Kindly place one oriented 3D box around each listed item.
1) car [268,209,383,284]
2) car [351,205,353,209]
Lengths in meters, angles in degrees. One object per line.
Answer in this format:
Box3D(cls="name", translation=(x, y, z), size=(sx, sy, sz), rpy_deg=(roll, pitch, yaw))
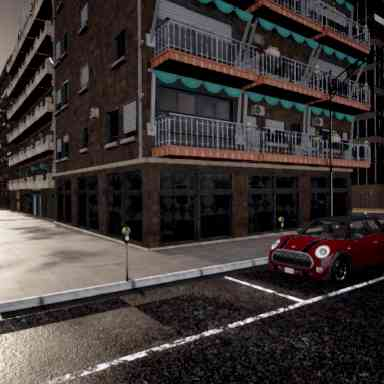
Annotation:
Box3D(cls="car", translation=(4.046, 1.439, 9.476), size=(4.097, 1.590, 1.967), rpy_deg=(0, -1, -36))
Box3D(cls="car", translation=(17.738, 1.744, 41.600), size=(1.967, 1.590, 4.097), rpy_deg=(-2, 0, -36))
